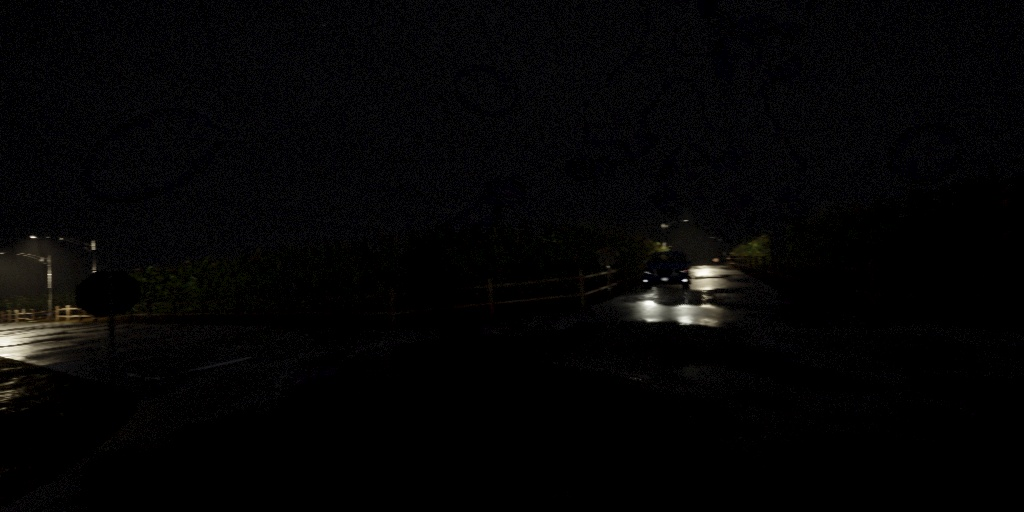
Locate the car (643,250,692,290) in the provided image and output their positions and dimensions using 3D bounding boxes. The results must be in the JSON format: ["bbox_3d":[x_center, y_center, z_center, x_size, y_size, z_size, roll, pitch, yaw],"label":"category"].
[{"bbox_3d":[8.734,0.737,19.990,2.150,2.045,5.566,-3,-1,28],"label":"car"}]
